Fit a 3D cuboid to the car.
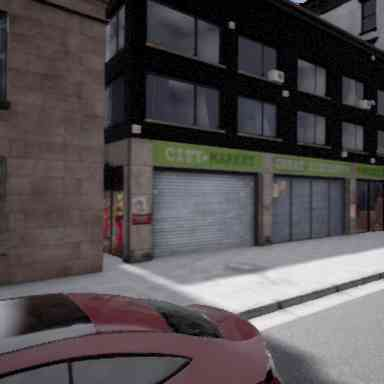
[{"bbox_3d":[-1.392,1.527,2.081,4.674,1.442,1.812,1,0,-35],"label":"car"}]
